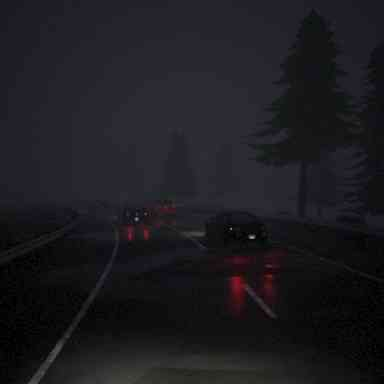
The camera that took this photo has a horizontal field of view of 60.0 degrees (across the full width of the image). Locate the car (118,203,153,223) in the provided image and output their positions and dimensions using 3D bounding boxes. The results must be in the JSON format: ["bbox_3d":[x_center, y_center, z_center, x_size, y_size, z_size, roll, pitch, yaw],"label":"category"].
[{"bbox_3d":[-4.684,1.658,26.014,1.895,1.301,4.718,0,0,-19],"label":"car"}]

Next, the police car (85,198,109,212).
[{"bbox_3d":[-11.783,1.531,40.996,1.930,1.638,5.238,0,0,-30],"label":"police car"}]

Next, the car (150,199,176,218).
[{"bbox_3d":[-3.159,1.411,31.647,2.097,1.767,4.553,0,0,-22],"label":"car"}]

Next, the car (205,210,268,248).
[{"bbox_3d":[1.872,1.541,14.966,1.812,1.442,4.674,0,0,-10],"label":"car"}]
